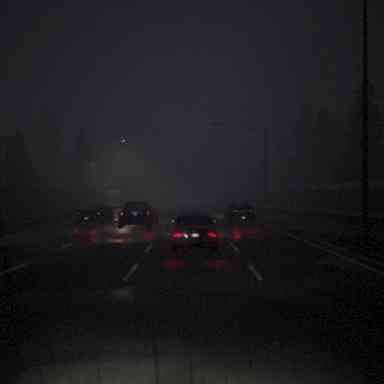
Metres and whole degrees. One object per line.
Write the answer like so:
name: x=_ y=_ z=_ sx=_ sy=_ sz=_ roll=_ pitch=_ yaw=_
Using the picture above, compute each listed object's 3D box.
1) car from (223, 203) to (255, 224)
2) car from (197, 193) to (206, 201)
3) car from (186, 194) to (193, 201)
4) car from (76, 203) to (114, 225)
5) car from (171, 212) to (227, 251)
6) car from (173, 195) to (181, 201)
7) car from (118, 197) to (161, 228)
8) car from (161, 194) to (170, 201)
car: x=3.480 y=1.531 z=25.000 sx=2.128 sy=1.511 sz=4.902 roll=0 pitch=0 yaw=-1
car: x=2.702 y=1.362 z=92.877 sx=2.150 sy=2.045 sz=5.566 roll=0 pitch=0 yaw=-1
car: x=-0.802 y=1.731 z=93.259 sx=1.895 sy=1.301 sz=4.718 roll=0 pitch=0 yaw=-1
car: x=-7.014 y=1.558 z=24.316 sx=1.812 sy=1.442 sz=4.674 roll=0 pitch=0 yaw=-1
car: x=0.087 y=1.569 z=14.144 sx=2.033 sy=1.411 sz=5.357 roll=0 pitch=0 yaw=0
car: x=-4.301 y=1.489 z=93.164 sx=2.097 sy=1.767 sz=4.553 roll=0 pitch=0 yaw=-1
car: x=-3.495 y=1.383 z=22.319 sx=2.097 sy=1.767 sz=4.553 roll=0 pitch=0 yaw=-1
car: x=-7.801 y=1.487 z=93.129 sx=2.097 sy=1.767 sz=4.553 roll=0 pitch=0 yaw=-1
